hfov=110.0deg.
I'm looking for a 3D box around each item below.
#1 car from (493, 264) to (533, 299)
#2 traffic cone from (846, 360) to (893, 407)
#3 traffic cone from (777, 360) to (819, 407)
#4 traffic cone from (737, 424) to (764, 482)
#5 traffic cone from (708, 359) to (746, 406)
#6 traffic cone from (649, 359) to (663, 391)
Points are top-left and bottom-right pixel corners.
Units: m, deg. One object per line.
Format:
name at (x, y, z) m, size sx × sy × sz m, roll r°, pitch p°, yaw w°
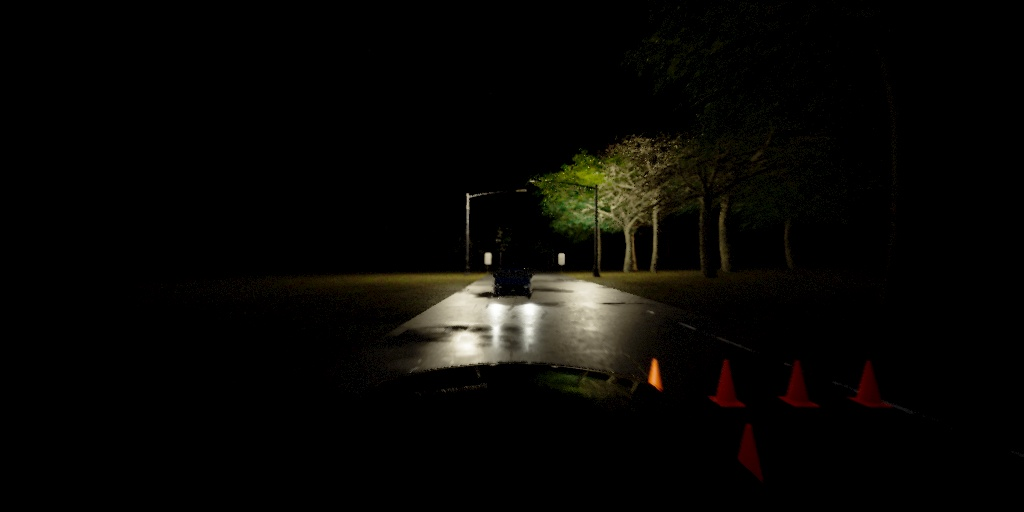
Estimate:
car at (0.035, 1.375, 19.308) m, size 1.882 × 1.535 × 5.008 m, roll 0°, pitch 0°, yaw 0°
traffic cone at (5.004, 1.761, 5.029) m, size 0.340 × 0.580 × 0.340 m, roll 0°, pitch 0°, yaw 0°
traffic cone at (4.005, 1.755, 5.032) m, size 0.340 × 0.580 × 0.340 m, roll 0°, pitch 0°, yaw 0°
traffic cone at (2.002, 1.728, 3.037) m, size 0.340 × 0.580 × 0.340 m, roll 0°, pitch 0°, yaw 0°
traffic cone at (3.006, 1.750, 5.034) m, size 0.340 × 0.580 × 0.340 m, roll 0°, pitch 0°, yaw 0°
traffic cone at (2.007, 1.744, 5.037) m, size 0.340 × 0.580 × 0.340 m, roll 0°, pitch 0°, yaw 0°
